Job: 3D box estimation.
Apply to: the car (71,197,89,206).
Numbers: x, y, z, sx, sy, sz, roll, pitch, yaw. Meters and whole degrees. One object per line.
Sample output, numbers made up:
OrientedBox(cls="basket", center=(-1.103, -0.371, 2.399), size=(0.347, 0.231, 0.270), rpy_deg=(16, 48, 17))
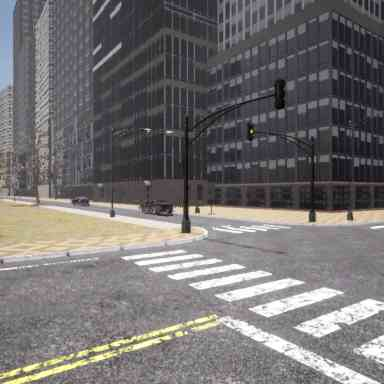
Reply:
OrientedBox(cls="car", center=(-18.412, 1.493, 54.743), size=(2.128, 1.511, 4.902), rpy_deg=(0, 0, -35))

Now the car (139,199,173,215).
OrientedBox(cls="car", center=(-3.724, 1.506, 33.793), size=(1.837, 1.490, 4.892), rpy_deg=(0, 0, -35))
